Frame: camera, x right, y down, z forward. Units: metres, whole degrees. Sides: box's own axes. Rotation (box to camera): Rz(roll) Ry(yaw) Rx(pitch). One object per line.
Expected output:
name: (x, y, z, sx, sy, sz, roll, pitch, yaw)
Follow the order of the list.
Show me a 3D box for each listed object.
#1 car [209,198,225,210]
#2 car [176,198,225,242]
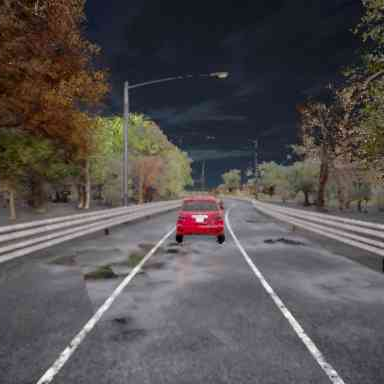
car: (3.595, 1.713, 47.589, 1.882, 1.535, 5.008, 0, 0, 9)
car: (0.477, 1.291, 16.916, 2.150, 2.045, 5.566, 0, 0, 3)
